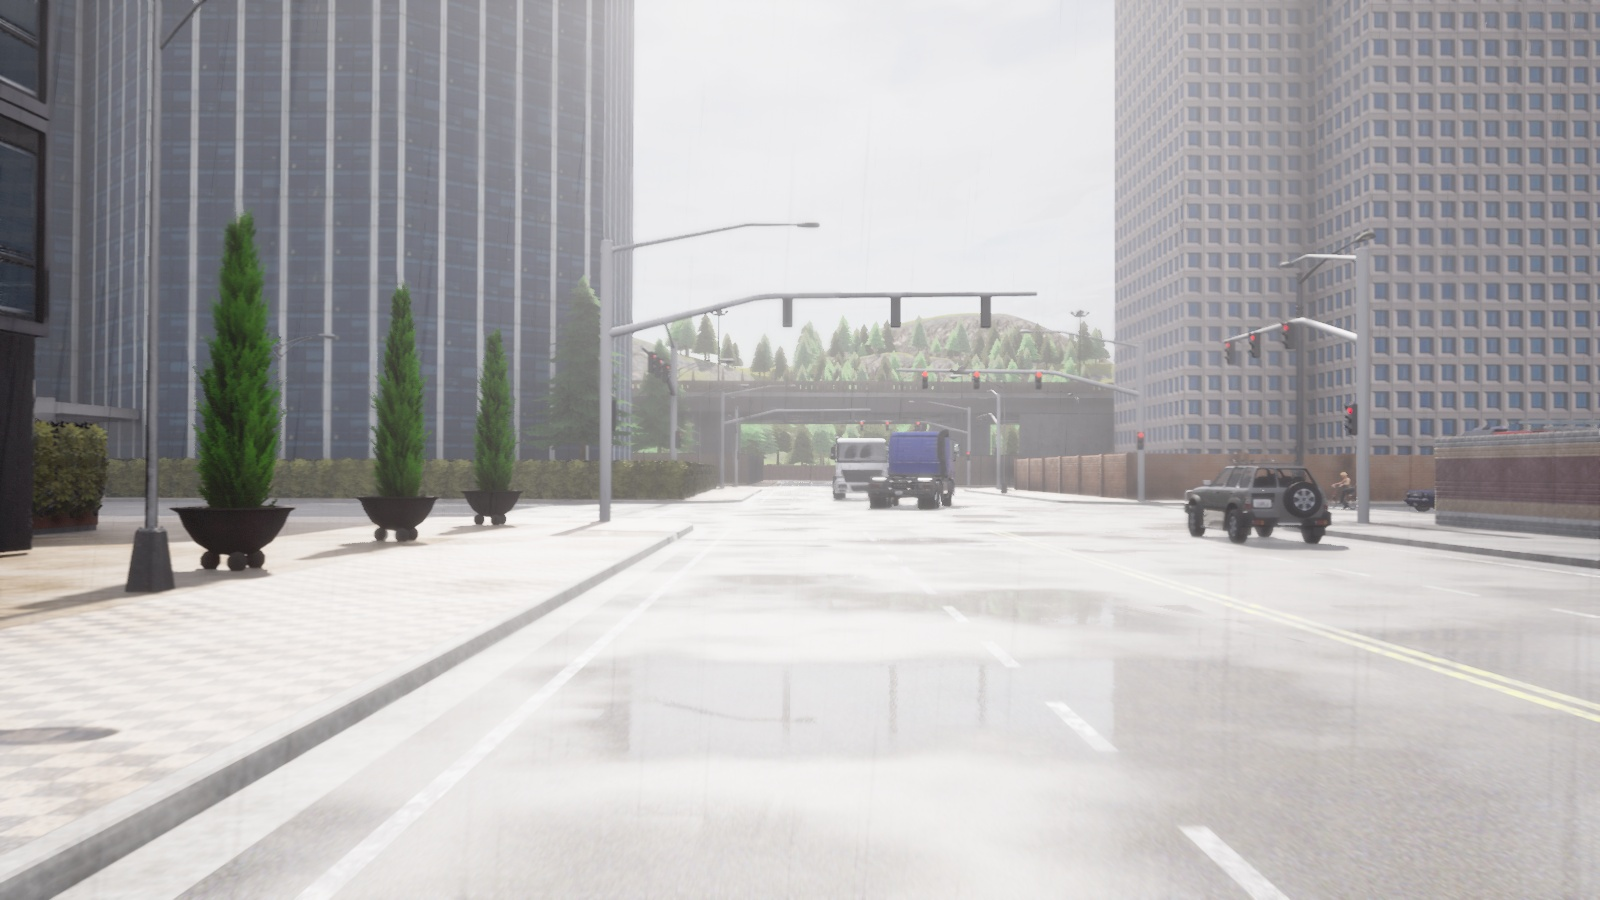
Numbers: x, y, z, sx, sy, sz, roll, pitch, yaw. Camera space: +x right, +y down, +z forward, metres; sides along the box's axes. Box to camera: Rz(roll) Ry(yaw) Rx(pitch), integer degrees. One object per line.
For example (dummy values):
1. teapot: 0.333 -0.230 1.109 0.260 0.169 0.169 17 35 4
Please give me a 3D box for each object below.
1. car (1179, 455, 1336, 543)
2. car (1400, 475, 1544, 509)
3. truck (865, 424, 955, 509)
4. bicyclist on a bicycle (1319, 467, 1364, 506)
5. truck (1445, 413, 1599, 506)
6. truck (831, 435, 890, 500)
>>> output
1. car: 10.427 1.075 29.000 1.932 1.855 4.605 0 -1 0
2. car: 26.773 1.647 50.119 4.718 1.301 1.895 0 -1 0
3. truck: 4.956 0.737 55.190 2.891 3.462 7.936 0 -1 13
4. bicyclist on a bicycle: 23.124 1.556 53.633 1.509 1.612 0.866 0 -1 0
5. truck: 32.553 0.417 53.603 8.468 3.827 2.891 0 -1 0
6. truck: 3.324 1.007 70.960 2.891 3.462 7.936 0 -1 0
